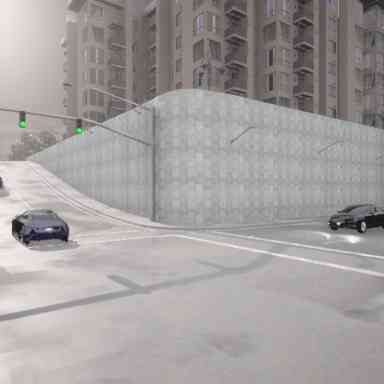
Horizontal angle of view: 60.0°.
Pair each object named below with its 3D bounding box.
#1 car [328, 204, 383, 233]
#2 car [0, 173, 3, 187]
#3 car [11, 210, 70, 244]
[{"bbox_3d":[10.057,1.505,19.779,4.892,1.490,1.837,0,0,-36],"label":"car"},{"bbox_3d":[-21.609,-1.533,35.845,1.882,1.535,5.008,0,12,-36],"label":"car"},{"bbox_3d":[-7.409,1.545,16.101,1.994,1.385,4.181,0,1,-36],"label":"car"}]
